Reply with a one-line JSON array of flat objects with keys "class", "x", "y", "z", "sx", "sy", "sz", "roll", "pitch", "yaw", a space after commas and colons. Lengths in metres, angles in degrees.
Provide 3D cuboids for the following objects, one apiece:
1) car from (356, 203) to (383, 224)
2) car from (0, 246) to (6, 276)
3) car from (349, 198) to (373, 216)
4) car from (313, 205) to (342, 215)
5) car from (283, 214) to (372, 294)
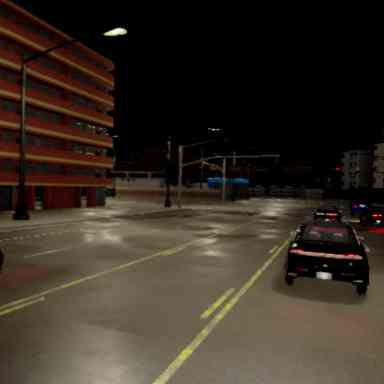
[{"class": "car", "x": 14.613, "y": 1.922, "z": 26.656, "sx": 1.837, "sy": 1.490, "sz": 4.892, "roll": 2, "pitch": 1, "yaw": 22}, {"class": "car", "x": -5.624, "y": 1.331, "z": 5.461, "sx": 1.837, "sy": 1.490, "sz": 4.892, "roll": 2, "pitch": 0, "yaw": 22}, {"class": "car", "x": 19.374, "y": 1.654, "z": 38.079, "sx": 2.150, "sy": 2.045, "sz": 5.566, "roll": 2, "pitch": 1, "yaw": 23}, {"class": "car", "x": 10.415, "y": 1.788, "z": 25.632, "sx": 2.128, "sy": 1.511, "sz": 4.902, "roll": 2, "pitch": 0, "yaw": 22}, {"class": "car", "x": 3.741, "y": 1.602, "z": 9.336, "sx": 2.128, "sy": 1.511, "sz": 4.902, "roll": 2, "pitch": 0, "yaw": 22}]
